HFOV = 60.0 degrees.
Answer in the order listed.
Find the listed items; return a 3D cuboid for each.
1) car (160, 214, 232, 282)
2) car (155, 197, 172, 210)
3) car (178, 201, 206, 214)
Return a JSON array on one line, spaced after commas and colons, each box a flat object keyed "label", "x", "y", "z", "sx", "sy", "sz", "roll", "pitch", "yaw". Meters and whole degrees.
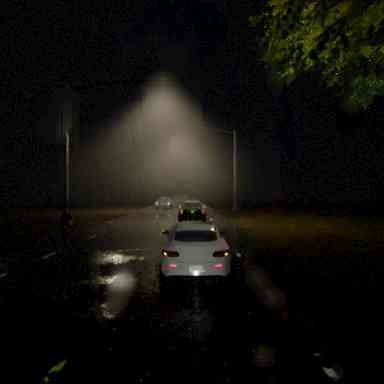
[{"label": "car", "x": 0.088, "y": 1.602, "z": 9.909, "sx": 1.812, "sy": 1.442, "sz": 4.674, "roll": 0, "pitch": 0, "yaw": 0}, {"label": "car", "x": -3.767, "y": 1.501, "z": 44.594, "sx": 2.097, "sy": 1.767, "sz": 4.553, "roll": 0, "pitch": 0, "yaw": 0}, {"label": "car", "x": 0.015, "y": 1.493, "z": 26.279, "sx": 2.097, "sy": 1.767, "sz": 4.553, "roll": 0, "pitch": 0, "yaw": 0}]
